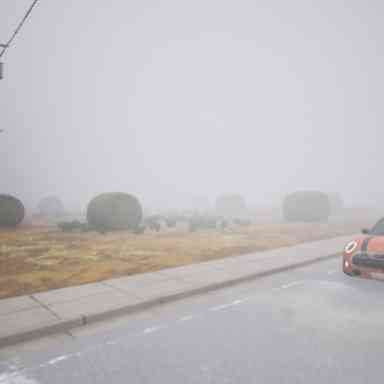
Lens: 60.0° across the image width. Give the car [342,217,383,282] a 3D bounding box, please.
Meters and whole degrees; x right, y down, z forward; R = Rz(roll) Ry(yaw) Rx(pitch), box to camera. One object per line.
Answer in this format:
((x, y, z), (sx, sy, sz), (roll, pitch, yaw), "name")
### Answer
((6.195, 1.454, 9.558), (4.553, 1.767, 2.097), (0, -2, -41), "car")
